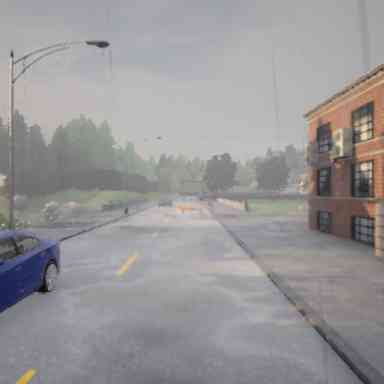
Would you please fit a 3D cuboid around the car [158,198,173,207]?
[{"bbox_3d":[-4.042,1.652,51.214,1.994,1.385,4.181,0,0,1],"label":"car"}]

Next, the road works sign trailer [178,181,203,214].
[{"bbox_3d":[0.002,0.529,36.850,2.380,3.560,2.880,0,0,0],"label":"road works sign trailer"}]

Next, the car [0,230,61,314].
[{"bbox_3d":[-4.098,1.488,6.058,1.882,1.535,5.008,0,0,0],"label":"car"}]
